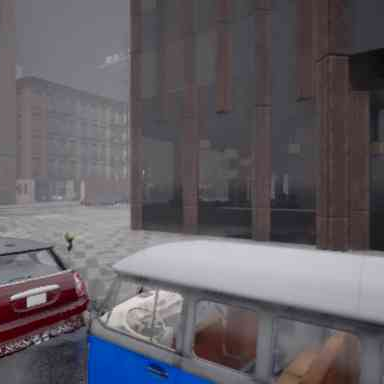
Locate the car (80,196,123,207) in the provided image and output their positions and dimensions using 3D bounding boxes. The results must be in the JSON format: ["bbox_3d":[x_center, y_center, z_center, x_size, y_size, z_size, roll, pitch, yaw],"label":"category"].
[{"bbox_3d":[-12.593,1.259,45.520,2.033,1.411,5.357,0,1,36],"label":"car"}]

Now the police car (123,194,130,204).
[{"bbox_3d":[-9.824,1.011,54.789,1.930,1.638,5.238,0,1,36],"label":"police car"}]

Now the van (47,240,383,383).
[{"bbox_3d":[0.948,1.343,2.282,3.998,1.788,1.690,0,0,35],"label":"van"}]

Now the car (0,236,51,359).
[{"bbox_3d":[-3.648,1.470,5.558,4.097,1.590,1.967,0,0,35],"label":"car"}]
